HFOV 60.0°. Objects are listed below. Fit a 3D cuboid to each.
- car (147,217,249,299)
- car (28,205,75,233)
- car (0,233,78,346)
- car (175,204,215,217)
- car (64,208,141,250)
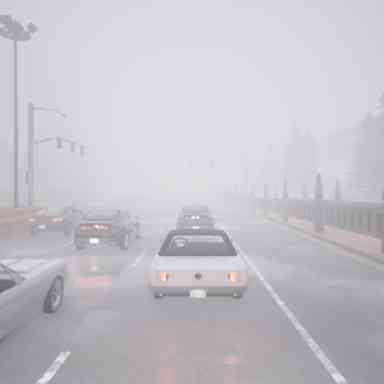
[{"bbox_3d":[0.129,1.549,8.276,1.895,1.301,4.718,0,0,0],"label":"car"},{"bbox_3d":[-6.847,1.406,17.441,1.812,1.442,4.674,0,0,-1],"label":"car"},{"bbox_3d":[-3.386,1.576,4.586,1.895,1.301,4.718,0,0,0],"label":"car"},{"bbox_3d":[0.182,1.385,17.536,1.837,1.490,4.892,0,0,0],"label":"car"},{"bbox_3d":[-3.341,1.412,13.813,1.837,1.490,4.892,0,0,0],"label":"car"}]
